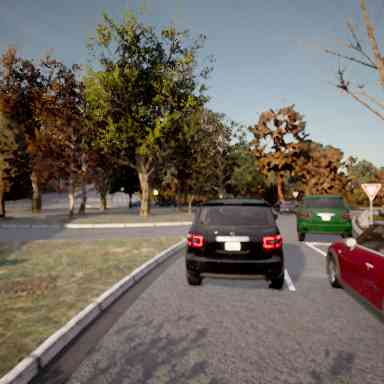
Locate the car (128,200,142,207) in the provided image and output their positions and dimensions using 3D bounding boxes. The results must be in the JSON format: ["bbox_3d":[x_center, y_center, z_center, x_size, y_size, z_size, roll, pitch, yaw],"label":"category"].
[{"bbox_3d":[-8.874,2.053,60.753,5.357,1.411,2.033,0,-1,1],"label":"car"}]

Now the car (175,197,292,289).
[{"bbox_3d":[1.217,1.156,9.202,2.150,2.045,5.566,0,0,9],"label":"car"}]

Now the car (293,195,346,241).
[{"bbox_3d":[6.172,1.153,16.012,2.150,2.045,5.566,0,0,16],"label":"car"}]

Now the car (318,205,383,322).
[{"bbox_3d":[4.036,1.292,6.036,2.097,1.767,4.553,0,0,6],"label":"car"}]

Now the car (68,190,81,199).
[{"bbox_3d":[-31.182,0.963,87.001,1.946,1.575,5.366,0,3,-11],"label":"car"}]

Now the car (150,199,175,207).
[{"bbox_3d":[-4.152,1.960,56.990,4.892,1.490,1.837,0,-1,26],"label":"car"}]
